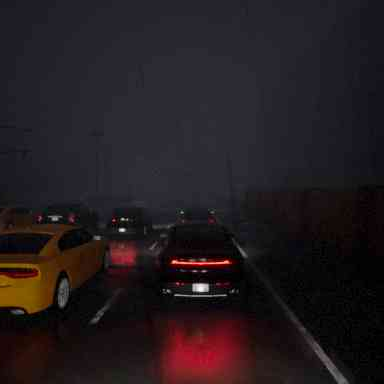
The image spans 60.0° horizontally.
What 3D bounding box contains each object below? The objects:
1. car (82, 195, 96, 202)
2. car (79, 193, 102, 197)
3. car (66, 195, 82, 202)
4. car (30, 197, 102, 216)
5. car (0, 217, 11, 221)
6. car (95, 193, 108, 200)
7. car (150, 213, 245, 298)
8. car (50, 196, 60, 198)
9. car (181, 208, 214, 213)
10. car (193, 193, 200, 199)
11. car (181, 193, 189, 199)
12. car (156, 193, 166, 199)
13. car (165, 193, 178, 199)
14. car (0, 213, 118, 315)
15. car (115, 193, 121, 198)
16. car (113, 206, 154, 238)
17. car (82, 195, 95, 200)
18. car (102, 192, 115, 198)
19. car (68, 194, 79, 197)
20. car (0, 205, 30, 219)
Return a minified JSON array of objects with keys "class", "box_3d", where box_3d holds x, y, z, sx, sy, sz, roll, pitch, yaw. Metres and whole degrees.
[{"class":"car","box_3d":[-23.505,1.469,76.020,1.994,1.385,4.181,0,0,1]},{"class":"car","box_3d":[-20.200,1.311,66.102,2.097,1.767,4.553,0,0,1]},{"class":"car","box_3d":[-27.001,1.467,76.255,1.994,1.385,4.181,0,0,1]},{"class":"car","box_3d":[-6.698,1.352,18.462,2.097,1.767,4.553,0,0,1]},{"class":"car","box_3d":[-6.812,1.564,8.442,1.994,1.385,4.181,0,0,0]},{"class":"car","box_3d":[-23.303,1.174,86.083,2.097,1.767,4.553,0,1,1]},{"class":"car","box_3d":[0.186,1.505,8.515,1.837,1.490,4.892,0,0,1]},{"class":"car","box_3d":[-27.199,1.528,66.193,1.994,1.385,4.181,0,0,1]},{"class":"car","box_3d":[0.305,1.564,18.632,1.994,1.385,4.181,0,0,1]},{"class":"car","box_3d":[1.382,1.242,95.041,1.994,1.385,4.181,0,1,1]},{"class":"car","box_3d":[-2.118,1.046,95.079,2.097,1.767,4.553,0,1,1]},{"class":"car","box_3d":[-9.125,1.170,94.839,1.882,1.535,5.008,0,1,1]},{"class":"car","box_3d":[-5.625,1.217,94.765,2.128,1.511,4.902,0,1,1]},{"class":"car","box_3d":[-3.324,1.478,7.691,1.882,1.535,5.008,0,0,1]},{"class":"car","box_3d":[-19.801,1.172,86.175,2.097,1.767,4.553,0,1,1]},{"class":"car","box_3d":[-3.203,1.505,17.770,1.837,1.490,4.892,0,0,0]},{"class":"car","box_3d":[-26.799,1.411,86.344,1.895,1.301,4.718,0,1,1]},{"class":"car","box_3d":[-20.005,1.141,75.983,2.150,2.045,5.566,0,0,1]},{"class":"car","box_3d":[-23.699,1.330,66.162,2.097,1.767,4.553,0,0,1]},{"class":"car","box_3d":[-10.199,1.478,18.474,1.882,1.535,5.008,0,0,1]}]
